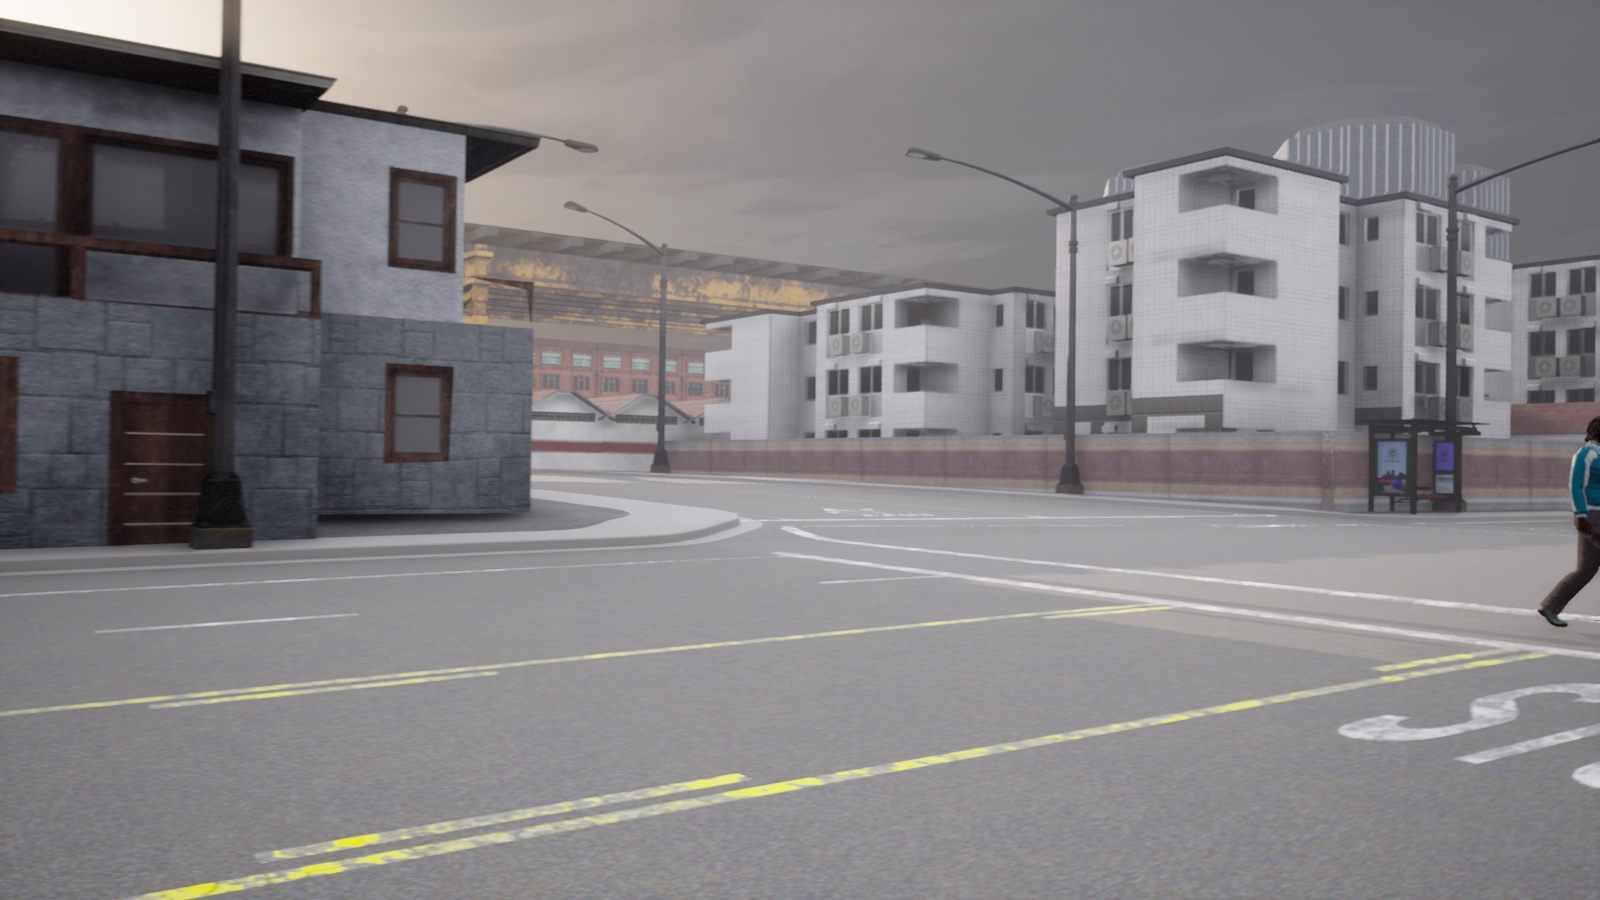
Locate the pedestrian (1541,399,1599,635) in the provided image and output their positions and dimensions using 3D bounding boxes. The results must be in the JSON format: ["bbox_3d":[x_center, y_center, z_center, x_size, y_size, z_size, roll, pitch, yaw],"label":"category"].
[{"bbox_3d":[6.639,0.547,10.464,0.396,1.930,0.692,1,-1,-38],"label":"pedestrian"}]
